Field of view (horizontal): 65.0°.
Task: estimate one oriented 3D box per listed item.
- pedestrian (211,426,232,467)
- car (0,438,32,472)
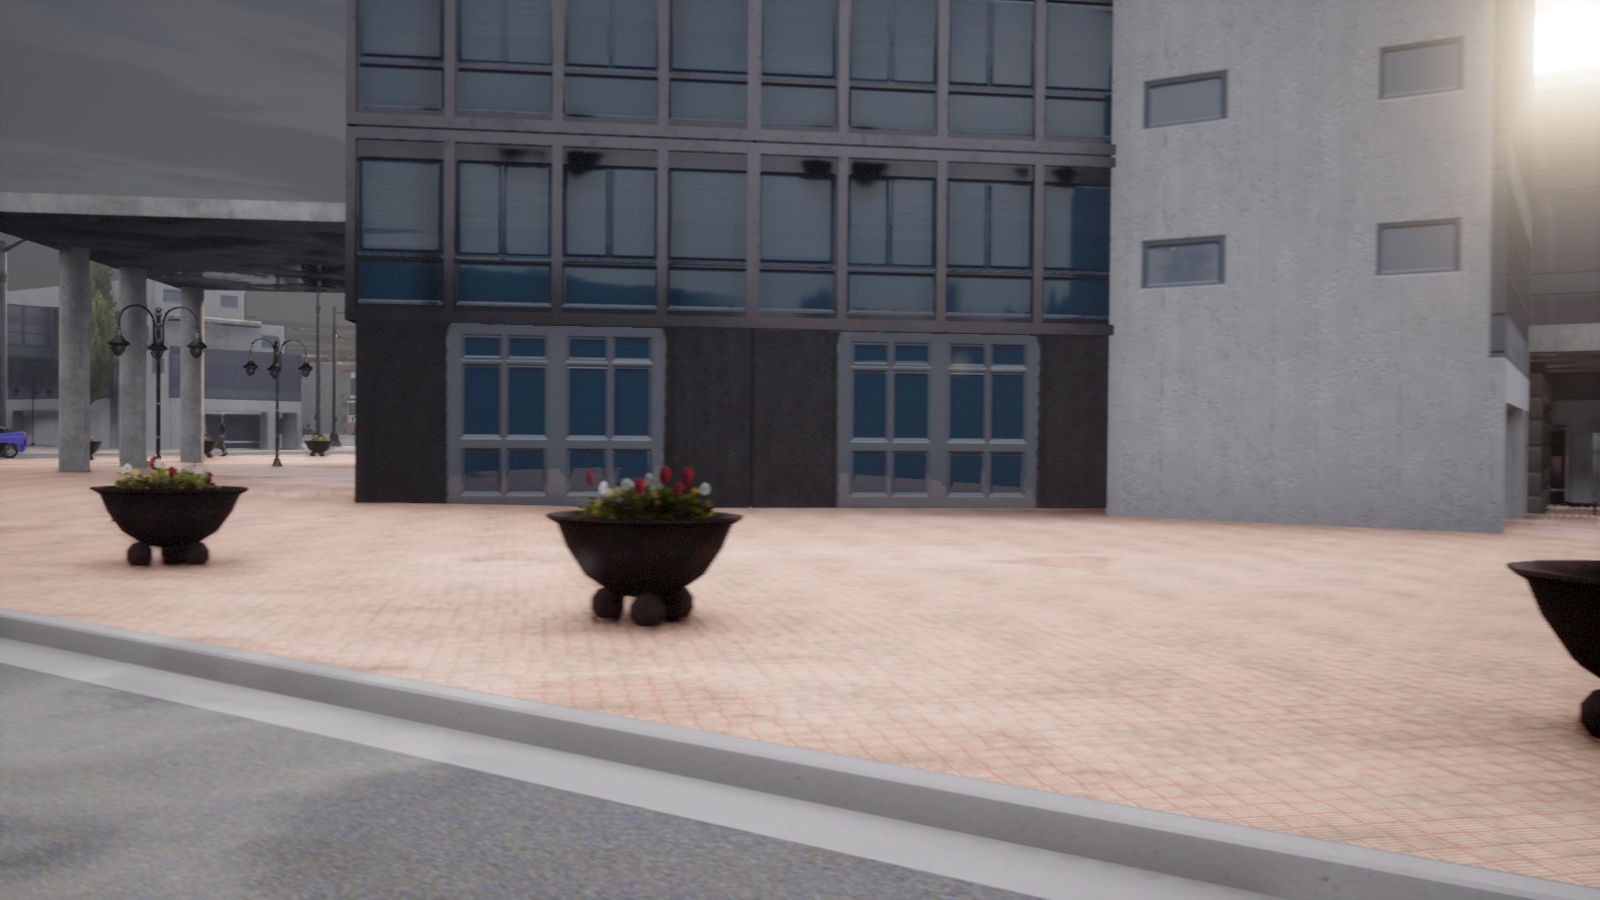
[{"bbox_3d":[-26.370,-0.146,57.251,0.376,1.854,0.720,0,1,42],"label":"pedestrian"},{"bbox_3d":[-37.185,0.250,56.051,2.007,1.525,4.514,0,1,42],"label":"car"}]
